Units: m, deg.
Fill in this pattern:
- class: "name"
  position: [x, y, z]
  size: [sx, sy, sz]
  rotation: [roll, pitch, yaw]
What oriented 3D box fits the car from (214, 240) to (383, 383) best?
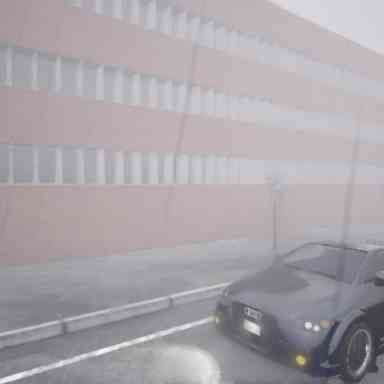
- class: "car"
  position: [2.384, 1.525, 5.396]
  size: [4.181, 1.385, 1.994]
  rotation: [-1, 0, -36]
